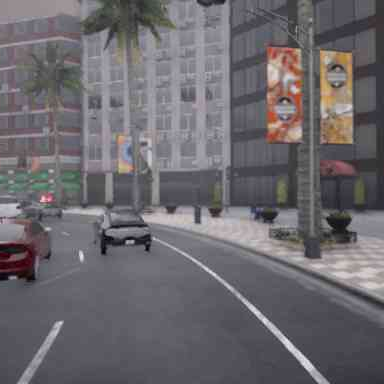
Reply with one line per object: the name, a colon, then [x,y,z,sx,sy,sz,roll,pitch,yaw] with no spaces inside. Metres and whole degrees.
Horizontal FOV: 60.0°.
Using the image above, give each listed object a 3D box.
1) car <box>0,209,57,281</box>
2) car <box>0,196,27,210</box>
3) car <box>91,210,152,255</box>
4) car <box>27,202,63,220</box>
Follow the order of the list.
car: [-5.285,1.509,9.658,1.882,1.535,5.008,0,0,-16]
car: [-15.097,1.315,25.785,2.150,2.045,5.566,0,0,-44]
car: [-2.964,1.496,13.538,2.128,1.511,4.902,0,0,-21]
car: [-12.655,1.561,28.142,2.128,1.511,4.902,0,0,-44]
